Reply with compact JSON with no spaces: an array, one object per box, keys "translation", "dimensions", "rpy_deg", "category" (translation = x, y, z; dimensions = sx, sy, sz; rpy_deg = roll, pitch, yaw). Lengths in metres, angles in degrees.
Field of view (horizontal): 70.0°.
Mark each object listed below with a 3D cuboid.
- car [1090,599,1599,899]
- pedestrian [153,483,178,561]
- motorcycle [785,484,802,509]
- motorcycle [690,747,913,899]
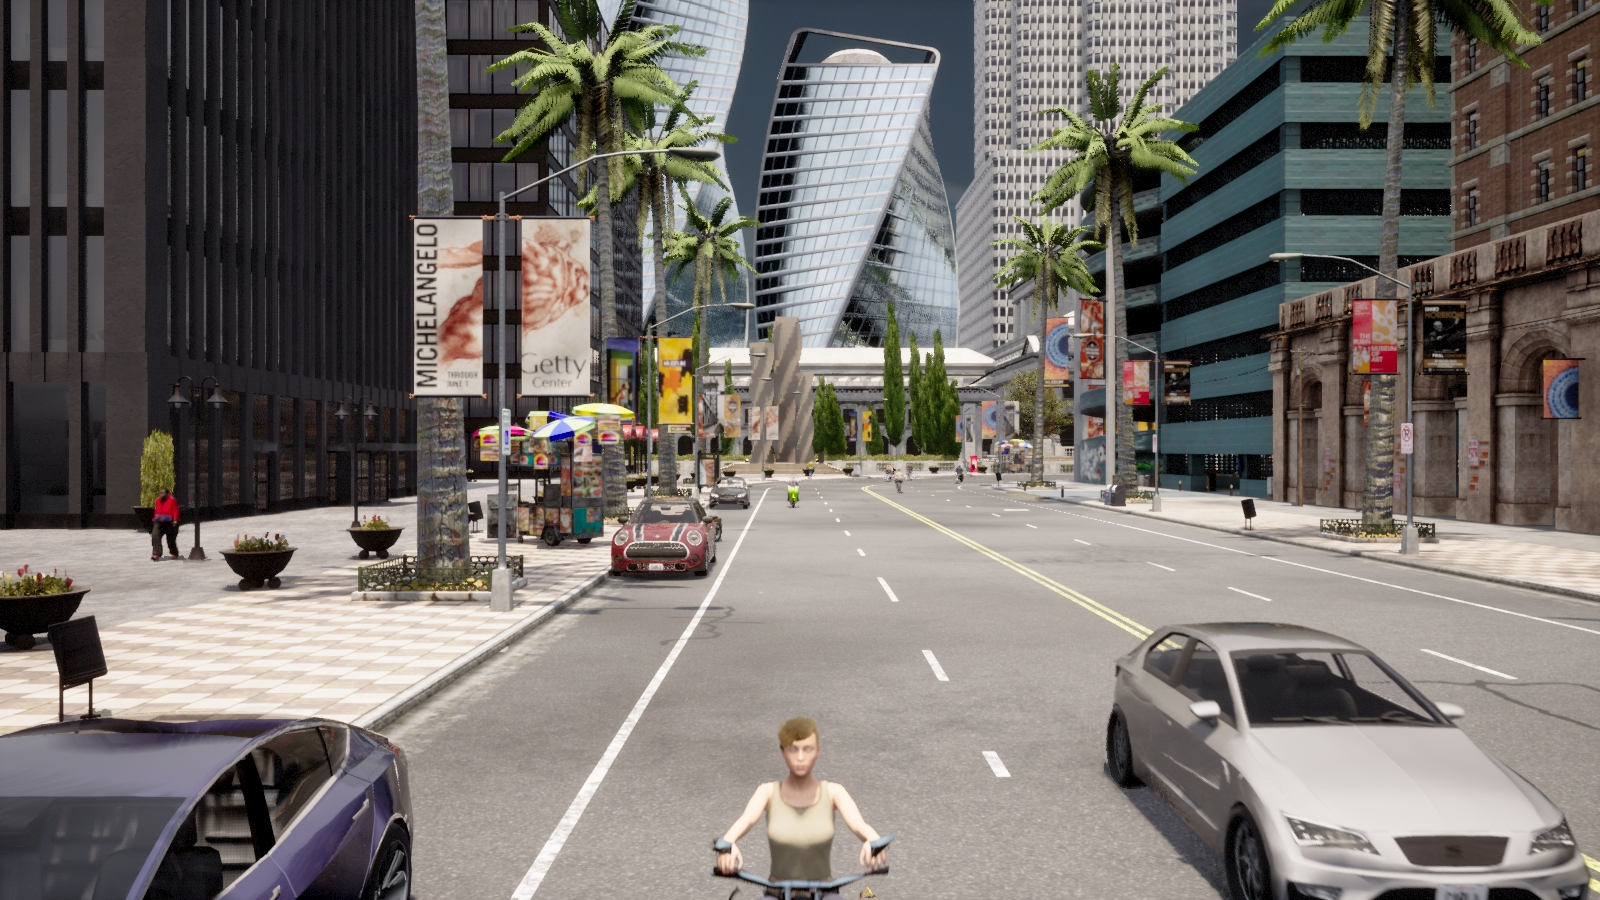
[{"translation":[3.502,2.070,8.133],"dimensions":[1.816,1.474,4.193],"rpy_deg":[0,0,0],"category":"car"},{"translation":[-15.304,1.725,27.569],"dimensions":[0.375,1.860,0.375],"rpy_deg":[0,0,3],"category":"pedestrian"},{"translation":[-0.322,2.235,55.304],"dimensions":[0.803,1.145,2.033],"rpy_deg":[0,0,-1],"category":"motorcycle"},{"translation":[0.005,2.172,4.722],"dimensions":[0.764,1.277,2.356],"rpy_deg":[0,0,0],"category":"motorcycle"}]
